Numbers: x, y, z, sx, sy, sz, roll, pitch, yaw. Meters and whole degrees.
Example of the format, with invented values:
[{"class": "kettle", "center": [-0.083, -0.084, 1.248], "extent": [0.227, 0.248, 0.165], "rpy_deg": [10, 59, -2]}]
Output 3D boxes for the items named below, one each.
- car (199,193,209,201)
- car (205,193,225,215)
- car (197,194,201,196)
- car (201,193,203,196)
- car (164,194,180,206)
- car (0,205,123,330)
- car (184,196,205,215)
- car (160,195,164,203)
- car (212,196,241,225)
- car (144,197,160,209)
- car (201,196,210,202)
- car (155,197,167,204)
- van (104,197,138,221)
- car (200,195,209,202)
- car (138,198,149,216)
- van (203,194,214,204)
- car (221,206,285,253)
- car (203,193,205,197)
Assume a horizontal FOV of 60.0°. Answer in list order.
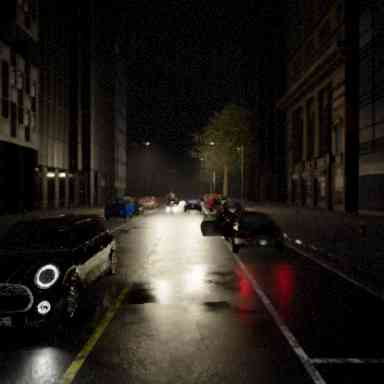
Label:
[{"class": "car", "center": [2.940, 1.245, 82.428], "extent": [2.192, 1.841, 5.009], "rpy_deg": [0, 0, 0]}, {"class": "car", "center": [2.896, 1.238, 37.312], "extent": [2.192, 1.841, 5.009], "rpy_deg": [0, 0, 0]}, {"class": "car", "center": [0.051, 1.395, 50.108], "extent": [1.882, 1.535, 5.008], "rpy_deg": [0, 0, 0]}, {"class": "car", "center": [2.914, 1.356, 54.230], "extent": [1.967, 1.590, 4.097], "rpy_deg": [0, 0, 0]}, {"class": "car", "center": [-2.947, 1.431, 51.798], "extent": [2.128, 1.511, 4.902], "rpy_deg": [0, 0, 0]}, {"class": "car", "center": [-3.093, 1.331, 7.177], "extent": [2.097, 1.767, 4.553], "rpy_deg": [0, 0, 0]}, {"class": "car", "center": [0.094, 1.487, 37.404], "extent": [1.994, 1.385, 4.181], "rpy_deg": [0, 0, 1]}, {"class": "car", "center": [-5.618, 1.462, 48.612], "extent": [1.887, 1.381, 4.507], "rpy_deg": [0, 0, 0]}, {"class": "car", "center": [2.886, 1.376, 26.032], "extent": [1.967, 1.590, 4.097], "rpy_deg": [0, 0, 0]}, {"class": "car", "center": [-5.623, 1.360, 42.974], "extent": [1.967, 1.590, 4.097], "rpy_deg": [0, 0, 0]}, {"class": "car", "center": [2.929, 1.496, 71.150], "extent": [1.802, 1.307, 4.206], "rpy_deg": [0, 0, 0]}, {"class": "car", "center": [-5.606, 1.495, 59.891], "extent": [1.802, 1.307, 4.206], "rpy_deg": [0, 0, 0]}, {"class": "van", "center": [-5.639, 1.276, 26.056], "extent": [1.690, 1.788, 3.998], "rpy_deg": [0, 0, 0]}, {"class": "car", "center": [2.935, 1.487, 76.787], "extent": [1.947, 1.339, 4.313], "rpy_deg": [0, 0, 0]}, {"class": "car", "center": [-5.634, 1.493, 31.695], "extent": [1.947, 1.339, 4.313], "rpy_deg": [0, 0, 0]}, {"class": "van", "center": [2.919, 1.254, 59.870], "extent": [1.690, 1.788, 3.998], "rpy_deg": [0, 0, 0]}, {"class": "car", "center": [2.365, 1.487, 13.337], "extent": [1.812, 1.442, 4.674], "rpy_deg": [0, 0, 0]}, {"class": "car", "center": [2.902, 1.235, 42.951], "extent": [2.192, 1.841, 5.009], "rpy_deg": [0, 0, 0]}]
